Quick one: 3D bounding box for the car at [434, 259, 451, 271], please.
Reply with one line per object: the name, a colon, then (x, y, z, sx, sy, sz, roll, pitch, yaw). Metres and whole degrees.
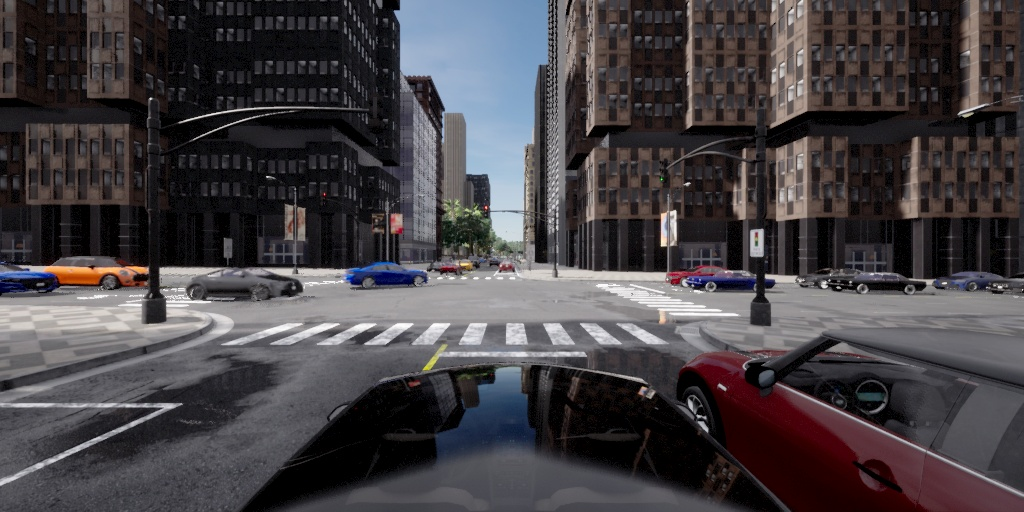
car: (-9.131, 1.323, 43.694, 1.948, 1.339, 4.313, 0, 0, 0)

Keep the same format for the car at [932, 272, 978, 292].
car: (33.112, 1.812, 25.810, 4.181, 1.385, 1.994, 1, 0, -1)

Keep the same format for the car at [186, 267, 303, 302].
car: (-11.502, 1.184, 15.602, 4.181, 1.385, 1.994, 1, 0, 0)

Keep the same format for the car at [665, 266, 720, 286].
car: (13.644, 1.443, 25.704, 5.008, 1.535, 1.882, 1, 0, 0)

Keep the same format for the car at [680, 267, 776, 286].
car: (13.526, 1.568, 22.447, 4.718, 1.301, 1.895, 1, 0, 0)

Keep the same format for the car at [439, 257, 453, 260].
car: (-9.166, 1.084, 49.120, 2.192, 1.841, 5.009, 0, 0, 0)

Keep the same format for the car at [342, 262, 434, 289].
car: (-7.698, 1.143, 22.151, 5.008, 1.535, 1.882, 1, 1, -39)

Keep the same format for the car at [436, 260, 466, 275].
car: (-6.463, 1.347, 38.521, 1.895, 1.301, 4.718, 0, 0, 1)

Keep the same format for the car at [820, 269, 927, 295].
car: (22.692, 1.701, 22.502, 4.718, 1.301, 1.895, 1, 0, 0)

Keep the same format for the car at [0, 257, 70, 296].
car: (-22.938, 0.937, 15.535, 5.008, 1.535, 1.882, 1, 0, 0)

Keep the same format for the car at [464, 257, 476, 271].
car: (-6.497, 1.246, 48.915, 1.882, 1.535, 5.008, 0, 0, 0)

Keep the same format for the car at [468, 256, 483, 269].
car: (-6.557, 1.014, 59.254, 2.150, 2.045, 5.566, 0, 0, 0)

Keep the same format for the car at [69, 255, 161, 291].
car: (-21.356, 0.829, 18.793, 4.553, 1.767, 2.097, 1, 0, 0)

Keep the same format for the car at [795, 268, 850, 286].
car: (23.135, 1.607, 25.752, 4.892, 1.490, 1.837, 1, 0, 0)

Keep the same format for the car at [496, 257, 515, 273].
car: (-0.606, 1.197, 43.747, 1.967, 1.591, 4.097, 0, 0, 0)

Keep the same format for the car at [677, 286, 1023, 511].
car: (2.764, 1.190, 2.356, 1.967, 1.591, 4.097, 0, 0, 0)

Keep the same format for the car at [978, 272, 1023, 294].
car: (33.100, 1.756, 22.554, 4.892, 1.490, 1.837, 1, 0, 0)
